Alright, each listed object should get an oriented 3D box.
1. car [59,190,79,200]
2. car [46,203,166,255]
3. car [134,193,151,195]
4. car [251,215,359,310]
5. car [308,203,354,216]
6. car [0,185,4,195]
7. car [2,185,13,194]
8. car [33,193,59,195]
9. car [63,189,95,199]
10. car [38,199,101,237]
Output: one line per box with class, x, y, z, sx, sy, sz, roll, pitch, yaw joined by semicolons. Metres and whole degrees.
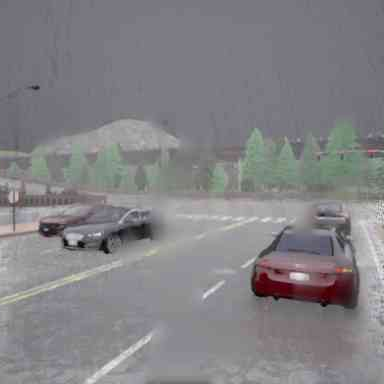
car;-18.682;0.898;46.551;4.892;1.490;1.837;2;2;24
car;-2.799;1.345;12.934;2.128;1.511;4.902;0;1;26
car;-8.443;0.876;53.742;4.902;1.511;2.128;0;1;24
car;2.763;1.469;7.799;1.994;1.385;4.181;0;1;25
car;6.685;1.296;16.169;2.128;1.511;4.902;0;1;26
car;-32.995;-0.117;52.866;4.902;1.511;2.128;6;3;24
car;-32.012;-0.343;56.269;4.553;1.767;2.097;6;3;24
car;-20.012;0.999;43.314;4.181;1.385;1.994;2;1;24
car;-16.986;0.587;49.636;5.566;2.045;2.150;2;1;26
car;-5.077;1.296;16.285;1.882;1.535;5.008;0;1;26
